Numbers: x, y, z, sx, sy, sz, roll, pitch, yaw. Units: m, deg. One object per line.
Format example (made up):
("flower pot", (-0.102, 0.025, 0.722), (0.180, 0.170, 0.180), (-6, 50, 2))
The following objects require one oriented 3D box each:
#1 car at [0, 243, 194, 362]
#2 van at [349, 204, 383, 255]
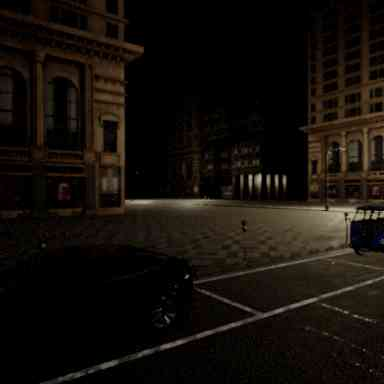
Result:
("car", (-1.947, 1.565, 5.264), (4.313, 1.339, 1.947), (0, 0, -36))
("van", (7.228, 1.319, 11.828), (3.998, 1.788, 1.690), (0, 0, -36))
